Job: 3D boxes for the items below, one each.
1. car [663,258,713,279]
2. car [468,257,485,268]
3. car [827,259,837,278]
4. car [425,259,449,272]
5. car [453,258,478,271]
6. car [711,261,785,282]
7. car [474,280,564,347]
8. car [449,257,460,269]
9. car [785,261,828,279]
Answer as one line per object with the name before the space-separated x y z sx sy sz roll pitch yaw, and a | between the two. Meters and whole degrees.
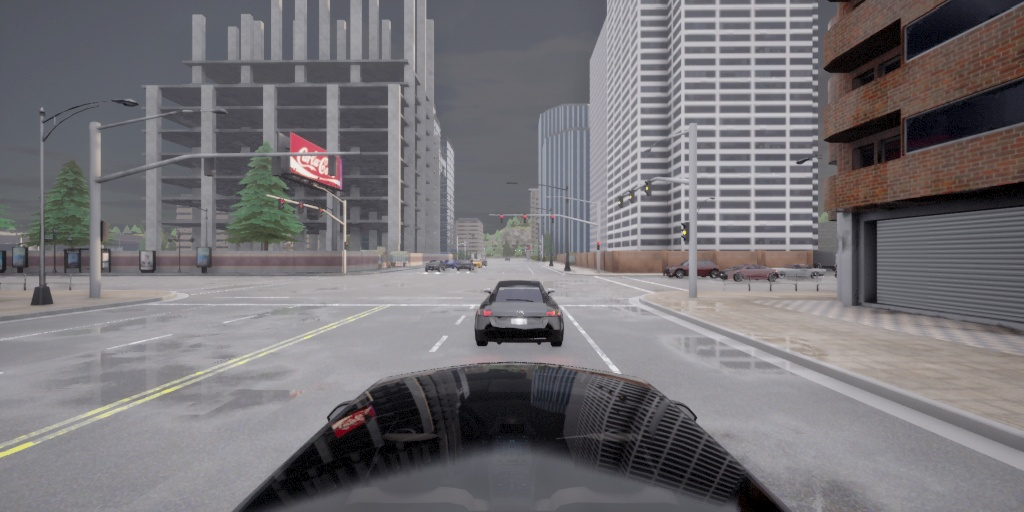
car | 16.081 1.102 32.273 4.553 1.767 2.097 0 0 1
car | -6.066 1.227 59.381 1.882 1.535 5.008 0 0 1
car | 28.691 1.228 28.597 5.008 1.535 1.882 0 0 1
car | -9.820 1.255 46.191 1.837 1.490 4.892 0 0 1
car | -6.269 1.297 49.073 2.033 1.411 5.357 0 0 1
car | 18.805 1.314 28.738 4.181 1.385 1.994 0 0 1
car | 0.192 1.314 9.372 1.994 1.385 4.181 0 0 1
car | -9.641 1.227 55.685 1.882 1.535 5.008 0 0 1
car | 25.074 1.351 32.153 4.718 1.301 1.895 0 0 1
